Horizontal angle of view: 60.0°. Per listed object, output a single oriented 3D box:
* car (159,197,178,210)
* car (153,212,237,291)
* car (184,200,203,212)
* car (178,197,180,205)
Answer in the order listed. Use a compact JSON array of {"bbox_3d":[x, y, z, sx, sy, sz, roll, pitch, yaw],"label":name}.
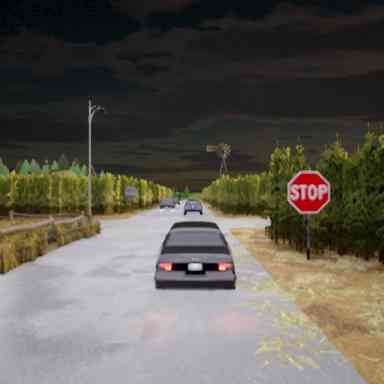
[{"bbox_3d":[-3.148,1.496,43.646,1.837,1.490,4.892,0,1,0],"label":"car"},{"bbox_3d":[0.080,1.510,9.062,2.033,1.411,5.357,0,0,0],"label":"car"},{"bbox_3d":[0.125,1.525,34.297,2.033,1.411,5.357,0,0,0],"label":"car"},{"bbox_3d":[-3.098,1.585,59.408,2.128,1.511,4.902,0,-1,0],"label":"car"}]
